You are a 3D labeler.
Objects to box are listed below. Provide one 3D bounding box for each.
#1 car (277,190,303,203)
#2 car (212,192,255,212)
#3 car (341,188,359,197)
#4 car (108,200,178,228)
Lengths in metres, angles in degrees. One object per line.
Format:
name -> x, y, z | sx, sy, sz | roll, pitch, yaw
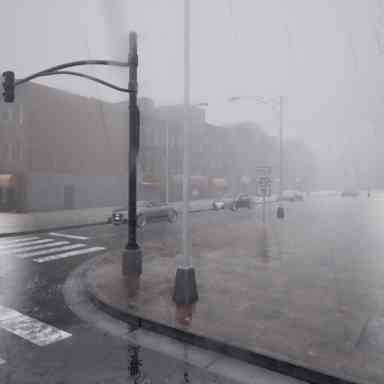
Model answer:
car -> 11.382, 0.481, 38.474 | 1.812, 1.442, 4.674 | 0, 2, 36
car -> 3.470, 0.782, 27.406 | 2.128, 1.511, 4.902 | 0, 2, 35
car -> 24.996, 0.090, 52.515 | 2.033, 1.411, 5.357 | 0, 2, 35
car -> -2.679, 1.128, 18.776 | 1.994, 1.385, 4.181 | 0, 2, 36
